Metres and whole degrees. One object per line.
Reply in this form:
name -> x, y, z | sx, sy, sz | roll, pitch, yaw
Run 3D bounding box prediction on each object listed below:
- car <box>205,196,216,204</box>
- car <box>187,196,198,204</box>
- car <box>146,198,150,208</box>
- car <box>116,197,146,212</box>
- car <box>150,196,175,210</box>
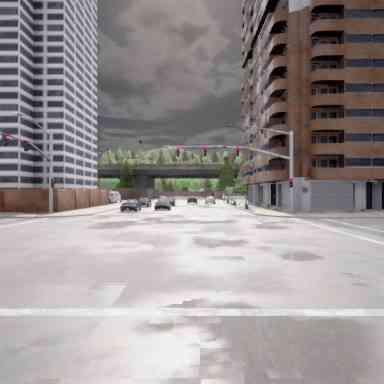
car -> 3.455, 1.525, 63.109 | 1.812, 1.442, 4.674 | 0, 0, 0
car -> 0.056, 1.505, 63.229 | 1.837, 1.490, 4.892 | 0, 0, 0
car -> -7.124, 1.547, 49.722 | 2.033, 1.411, 5.357 | 0, 0, 0
car -> -7.127, 1.547, 39.369 | 2.033, 1.411, 5.357 | 0, 0, 0
car -> -3.628, 1.547, 42.242 | 2.033, 1.411, 5.357 | 0, 0, 0
